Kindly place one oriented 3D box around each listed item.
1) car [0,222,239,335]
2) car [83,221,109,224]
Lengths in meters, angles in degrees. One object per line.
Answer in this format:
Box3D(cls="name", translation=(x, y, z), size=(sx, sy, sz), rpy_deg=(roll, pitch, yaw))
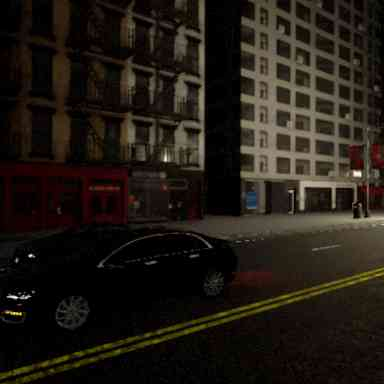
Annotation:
Box3D(cls="car", translation=(-1.204, 1.504, 6.819), size=(4.892, 1.490, 1.837), rpy_deg=(0, 0, -35))
Box3D(cls="car", translation=(-2.831, 1.563, 9.650), size=(4.181, 1.385, 1.994), rpy_deg=(0, 0, -35))
